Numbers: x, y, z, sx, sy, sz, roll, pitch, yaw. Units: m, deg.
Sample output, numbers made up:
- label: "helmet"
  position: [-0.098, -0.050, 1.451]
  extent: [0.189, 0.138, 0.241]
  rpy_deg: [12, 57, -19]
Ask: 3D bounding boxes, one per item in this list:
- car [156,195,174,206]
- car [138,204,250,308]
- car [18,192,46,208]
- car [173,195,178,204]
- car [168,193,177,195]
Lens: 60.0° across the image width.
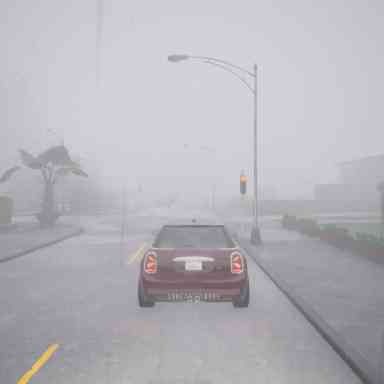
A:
- label: "car"
  position: [-4.056, 1.564, 47.917]
  extent: [1.994, 1.385, 4.181]
  rpy_deg: [0, 0, 0]
- label: "car"
  position: [0.051, 1.352, 8.105]
  extent: [2.097, 1.767, 4.553]
  rpy_deg: [0, 0, 1]
- label: "car"
  position: [-19.725, 0.985, 41.981]
  extent: [1.905, 1.878, 3.866]
  rpy_deg: [0, 0, 35]
- label: "car"
  position: [-4.027, 1.601, 57.819]
  extent: [1.895, 1.301, 4.718]
  rpy_deg: [0, 0, 0]
- label: "car"
  position: [-3.948, 1.222, 68.214]
  extent: [2.150, 2.045, 5.566]
  rpy_deg: [0, 0, 0]
